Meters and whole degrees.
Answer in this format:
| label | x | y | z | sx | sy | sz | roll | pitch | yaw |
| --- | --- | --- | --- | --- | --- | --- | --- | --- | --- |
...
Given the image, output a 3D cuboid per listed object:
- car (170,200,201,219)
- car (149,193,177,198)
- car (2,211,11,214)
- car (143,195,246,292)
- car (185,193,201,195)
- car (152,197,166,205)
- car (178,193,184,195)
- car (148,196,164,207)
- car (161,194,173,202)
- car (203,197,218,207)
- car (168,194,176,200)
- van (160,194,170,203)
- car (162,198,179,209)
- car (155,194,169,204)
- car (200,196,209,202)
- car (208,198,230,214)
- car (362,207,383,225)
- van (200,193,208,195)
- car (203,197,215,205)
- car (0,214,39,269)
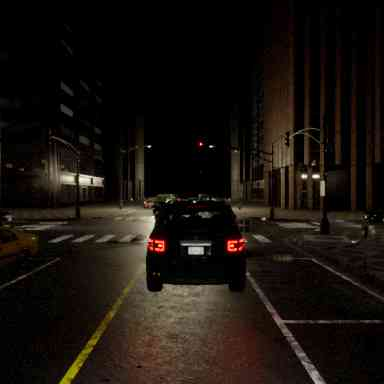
| label | x | y | z | sx | sy | sz | roll | pitch | yaw |
| --- | --- | --- | --- | --- | --- | --- | --- | --- | --- |
| car | -0.479 | 1.552 | 31.127 | 2.033 | 1.411 | 5.357 | 0 | 0 | 9 |
| car | -2.996 | 1.228 | 36.619 | 2.150 | 2.045 | 5.566 | 0 | 0 | 0 |
| car | -13.730 | 1.450 | 20.579 | 4.902 | 1.511 | 2.128 | 0 | 0 | -2 |
| car | 0.098 | 1.222 | 9.086 | 2.150 | 2.045 | 5.566 | 0 | 0 | 0 |
| car | 0.136 | 1.511 | 65.844 | 2.128 | 1.511 | 4.902 | 0 | 0 | 0 |
| car | -5.641 | 1.565 | 58.014 | 2.008 | 1.369 | 4.403 | 0 | 0 | 0 |
| car | -2.912 | 1.366 | 56.369 | 2.097 | 1.767 | 4.553 | 0 | 0 | 1 |
| car | -5.652 | 1.452 | 52.405 | 1.967 | 1.590 | 4.097 | 0 | 0 | 0 |
| car | -5.606 | 1.341 | 74.843 | 2.192 | 1.841 | 5.009 | 0 | 0 | 0 |
| car | 2.872 | 1.562 | 52.405 | 2.008 | 1.369 | 4.403 | 0 | 0 | 0 |
| car | -5.572 | 1.482 | 91.671 | 1.967 | 1.590 | 4.097 | 0 | 0 | 0 |
| van | -5.618 | 1.363 | 69.232 | 1.690 | 1.788 | 3.998 | 0 | 0 | 0 |
| car | -2.935 | 1.573 | 46.491 | 1.994 | 1.385 | 4.181 | 0 | 0 | 1 |
| car | -5.629 | 1.333 | 63.624 | 2.192 | 1.841 | 5.009 | 0 | 0 | 0 |
| car | 2.930 | 1.597 | 80.450 | 1.947 | 1.339 | 4.313 | 0 | 0 | 0 |
| car | 2.838 | 1.446 | 35.579 | 1.967 | 1.590 | 4.097 | 0 | 0 | 0 |
| car | 14.853 | 1.568 | 23.832 | 4.892 | 1.490 | 1.837 | 0 | 0 | 0 |
| van | 2.907 | 1.363 | 69.232 | 1.690 | 1.788 | 3.998 | 0 | 0 | 0 |
| car | 2.884 | 1.580 | 58.014 | 1.947 | 1.339 | 4.313 | 0 | 0 | 0 |
| car | -5.743 | 1.526 | 8.632 | 1.752 | 1.417 | 4.829 | 0 | 0 | 0 |
